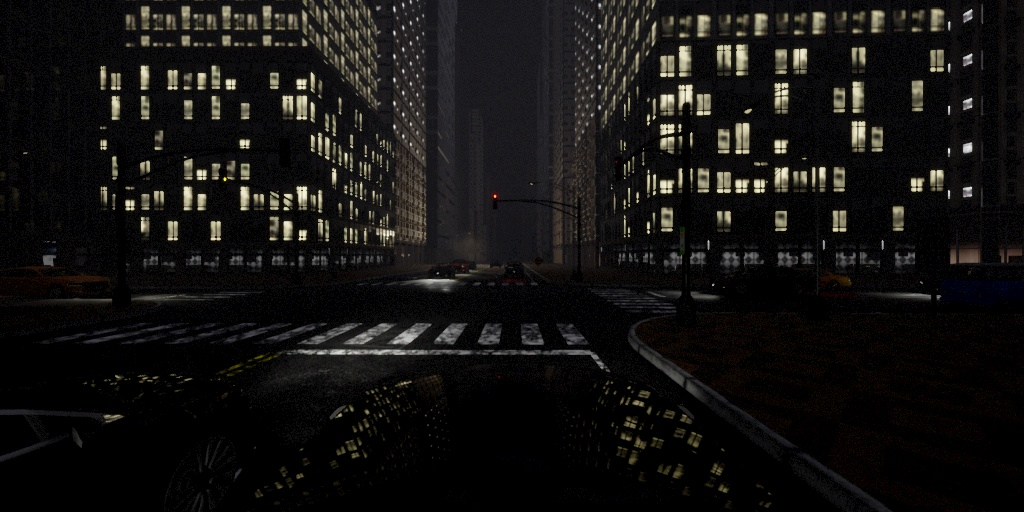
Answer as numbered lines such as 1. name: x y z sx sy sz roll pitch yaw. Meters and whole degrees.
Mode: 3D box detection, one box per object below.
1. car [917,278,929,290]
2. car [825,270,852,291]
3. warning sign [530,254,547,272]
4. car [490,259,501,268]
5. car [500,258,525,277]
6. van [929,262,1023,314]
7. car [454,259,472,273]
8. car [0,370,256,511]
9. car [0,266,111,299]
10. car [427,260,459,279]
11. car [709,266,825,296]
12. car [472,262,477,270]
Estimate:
1. car: 24.425 1.323 18.404 5.357 1.411 2.033 0 0 2
2. car: 17.166 1.294 21.295 4.829 1.417 1.751 0 0 2
3. warning sign: 3.011 0.912 41.340 1.300 1.860 1.060 0 0 0
4. car: -2.896 1.369 63.777 1.837 1.490 4.892 0 0 0
5. car: 0.221 1.278 36.235 2.128 1.511 4.902 0 0 0
6. van: 18.403 1.120 13.118 3.998 1.789 1.690 0 0 2
7. car: -6.430 1.154 43.342 2.097 1.767 4.553 0 0 0
8. car: -3.154 1.241 1.148 2.128 1.511 4.902 0 0 0
9. car: -22.322 1.237 17.166 5.008 1.535 1.882 0 0 0
10. car: -6.471 1.345 33.345 1.994 1.385 4.181 0 0 0
11. car: 13.054 1.273 18.861 4.892 1.490 1.837 0 0 2
12. car: -6.383 1.377 53.839 2.033 1.411 5.357 0 0 0
